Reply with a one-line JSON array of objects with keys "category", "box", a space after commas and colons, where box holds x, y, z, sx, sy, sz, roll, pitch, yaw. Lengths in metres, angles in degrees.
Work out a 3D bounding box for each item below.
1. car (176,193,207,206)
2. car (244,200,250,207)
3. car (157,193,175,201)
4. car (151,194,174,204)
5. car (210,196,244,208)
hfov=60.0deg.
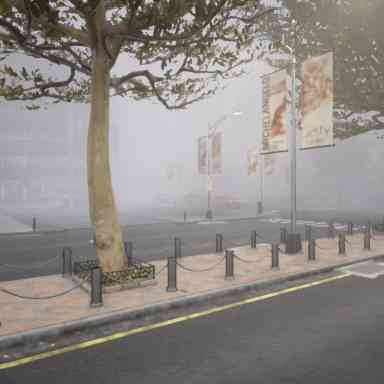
[{"category": "car", "box": [-0.178, 1.352, 55.955, 2.097, 1.767, 4.553, 0, 0, -36]}, {"category": "car", "box": [6.980, 1.526, 52.017, 1.812, 1.442, 4.674, 0, 0, -36]}, {"category": "car", "box": [-5.085, 1.221, 67.868, 5.566, 2.045, 2.150, 0, 0, 45]}, {"category": "car", "box": [-6.081, 1.564, 63.566, 1.994, 1.385, 4.181, 0, 0, -42]}, {"category": "car", "box": [4.916, 1.352, 48.874, 2.097, 1.767, 4.553, 0, 0, -35]}]
